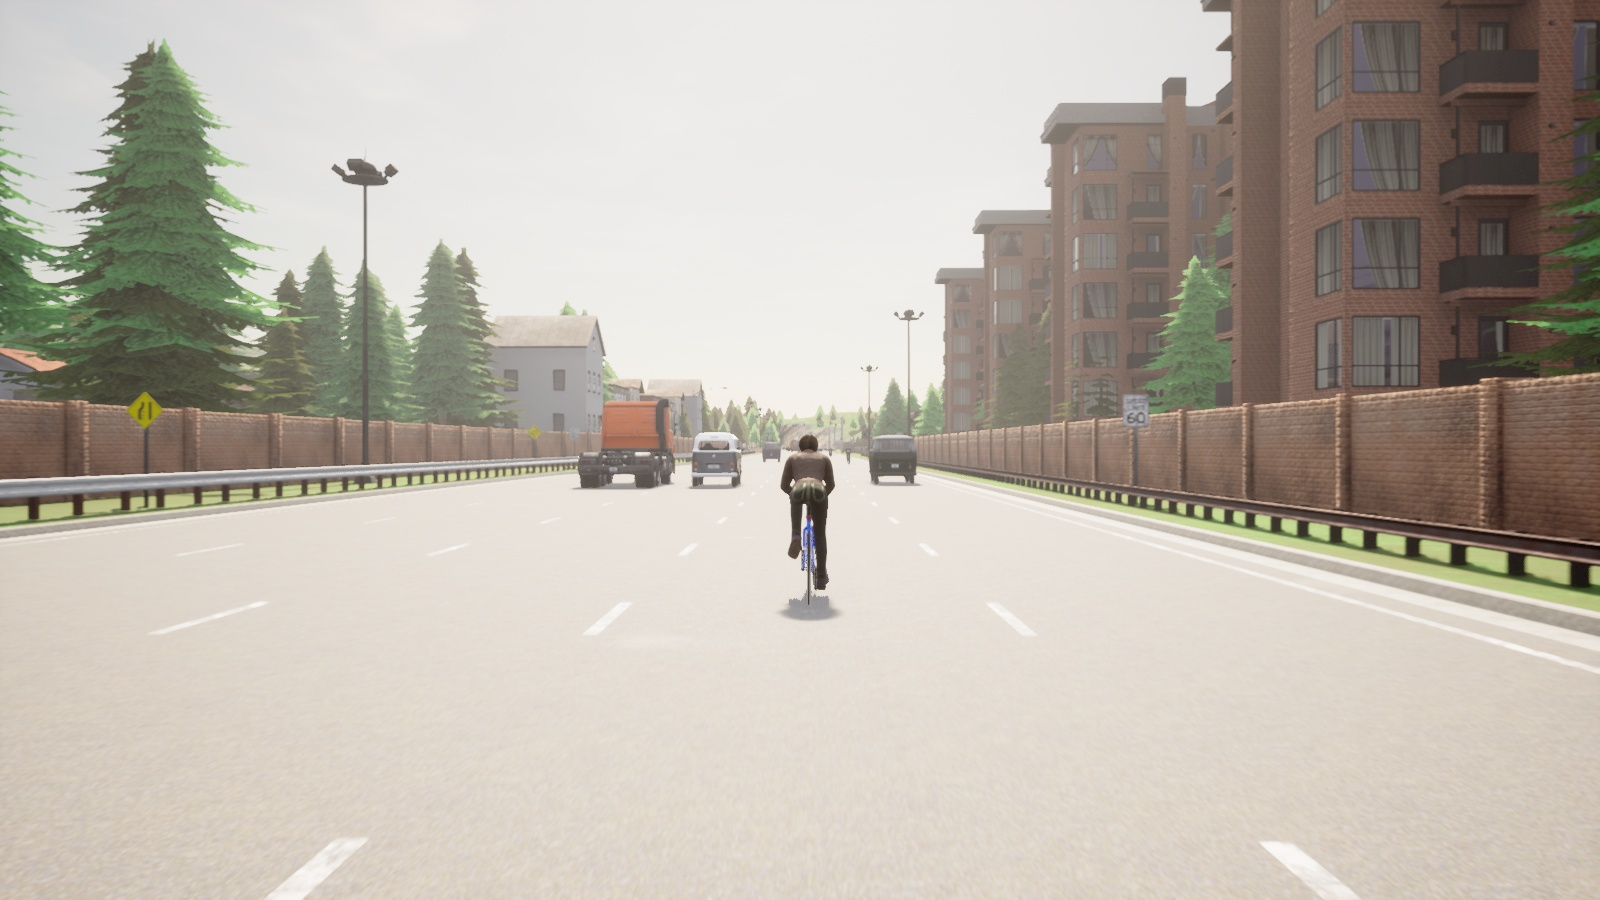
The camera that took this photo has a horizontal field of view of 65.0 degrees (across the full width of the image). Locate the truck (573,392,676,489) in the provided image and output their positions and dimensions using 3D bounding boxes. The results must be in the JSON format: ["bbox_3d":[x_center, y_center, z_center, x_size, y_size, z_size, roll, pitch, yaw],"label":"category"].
[{"bbox_3d":[-6.706,-0.347,49.125,2.891,3.462,7.936,0,0,0],"label":"truck"}]

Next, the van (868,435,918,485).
[{"bbox_3d":[3.812,0.389,52.297,1.775,1.987,4.442,0,0,0],"label":"van"}]

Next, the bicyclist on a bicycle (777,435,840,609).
[{"bbox_3d":[0.086,0.673,12.481,0.582,1.620,1.656,0,0,0],"label":"bicyclist on a bicycle"}]

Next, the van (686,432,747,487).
[{"bbox_3d":[-3.209,0.361,48.989,2.069,2.038,4.480,0,0,0],"label":"van"}]
